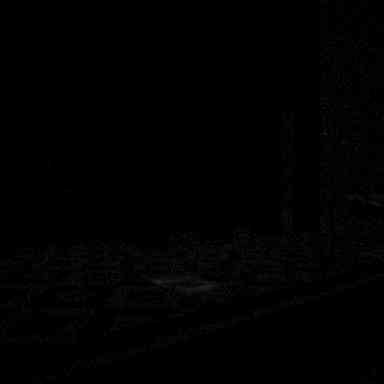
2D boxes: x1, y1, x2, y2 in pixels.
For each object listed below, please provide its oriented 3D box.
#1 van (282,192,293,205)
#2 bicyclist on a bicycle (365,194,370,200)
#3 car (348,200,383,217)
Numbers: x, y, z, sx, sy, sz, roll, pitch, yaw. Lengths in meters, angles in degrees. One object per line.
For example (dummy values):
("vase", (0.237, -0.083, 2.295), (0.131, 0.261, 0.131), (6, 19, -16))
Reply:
("van", (12.254, 0.931, 46.565), (1.690, 1.788, 3.998), (1, 0, -35))
("bicyclist on a bicycle", (20.841, 1.031, 39.619), (1.656, 1.620, 0.582), (0, 1, -36))
("car", (14.816, 1.367, 28.290), (2.008, 1.369, 4.403), (1, 0, -35))
